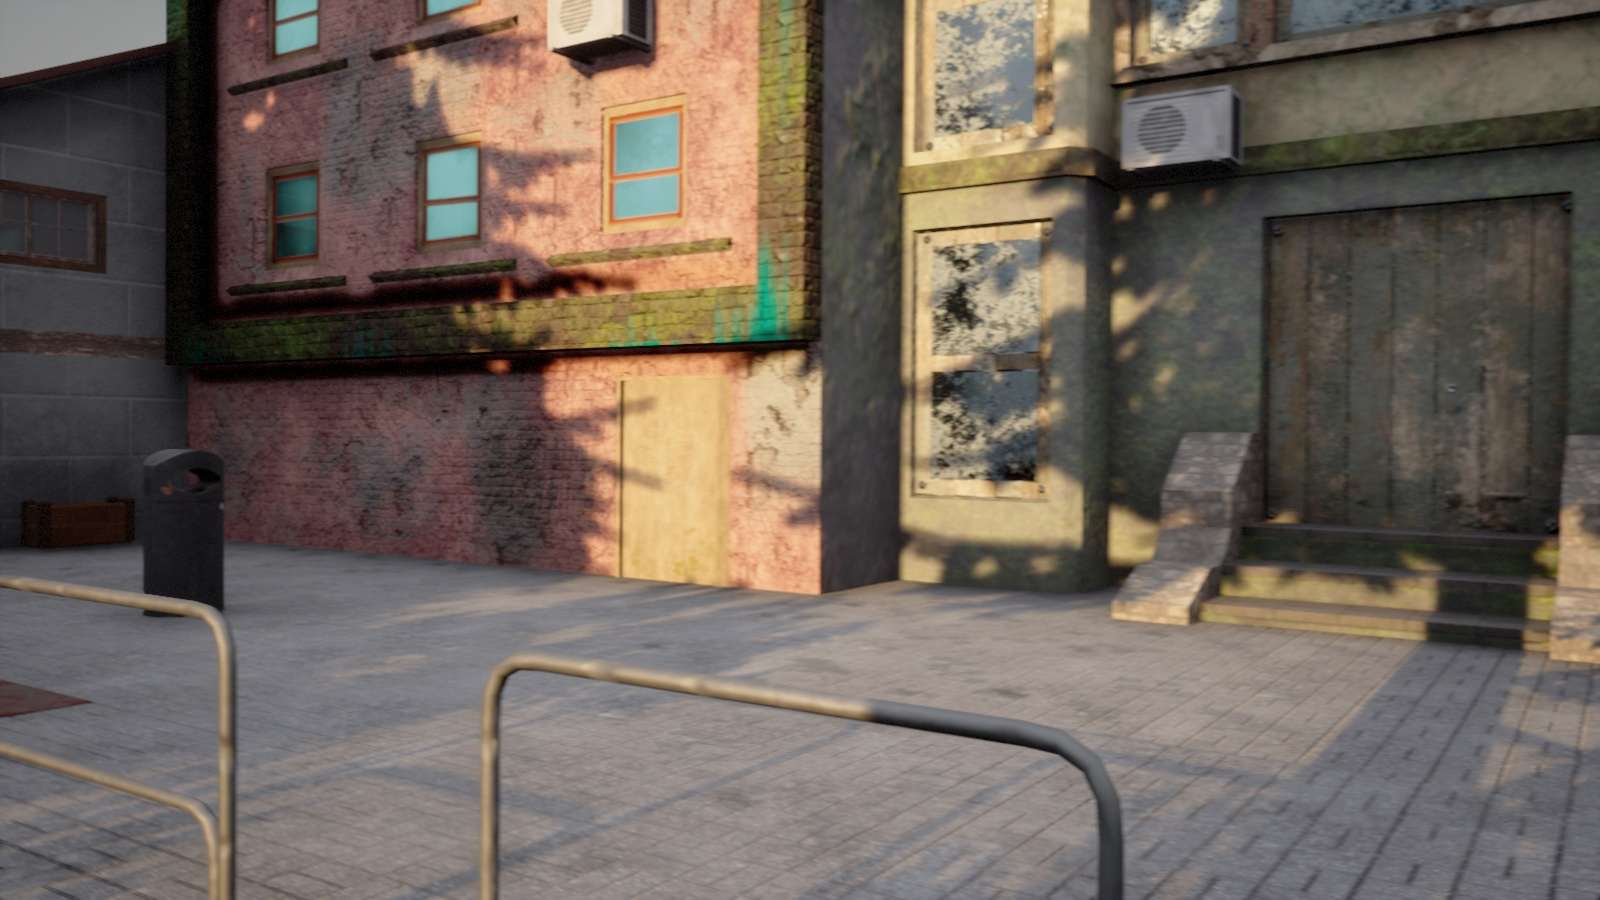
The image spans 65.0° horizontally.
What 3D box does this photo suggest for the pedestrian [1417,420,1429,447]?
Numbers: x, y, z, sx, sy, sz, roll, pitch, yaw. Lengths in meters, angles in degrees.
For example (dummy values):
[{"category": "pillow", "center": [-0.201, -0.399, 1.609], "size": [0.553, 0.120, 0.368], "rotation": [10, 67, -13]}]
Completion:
[{"category": "pedestrian", "center": [42.806, -1.119, 86.260], "size": [0.726, 1.835, 0.370], "rotation": [0, 1, 32]}]
